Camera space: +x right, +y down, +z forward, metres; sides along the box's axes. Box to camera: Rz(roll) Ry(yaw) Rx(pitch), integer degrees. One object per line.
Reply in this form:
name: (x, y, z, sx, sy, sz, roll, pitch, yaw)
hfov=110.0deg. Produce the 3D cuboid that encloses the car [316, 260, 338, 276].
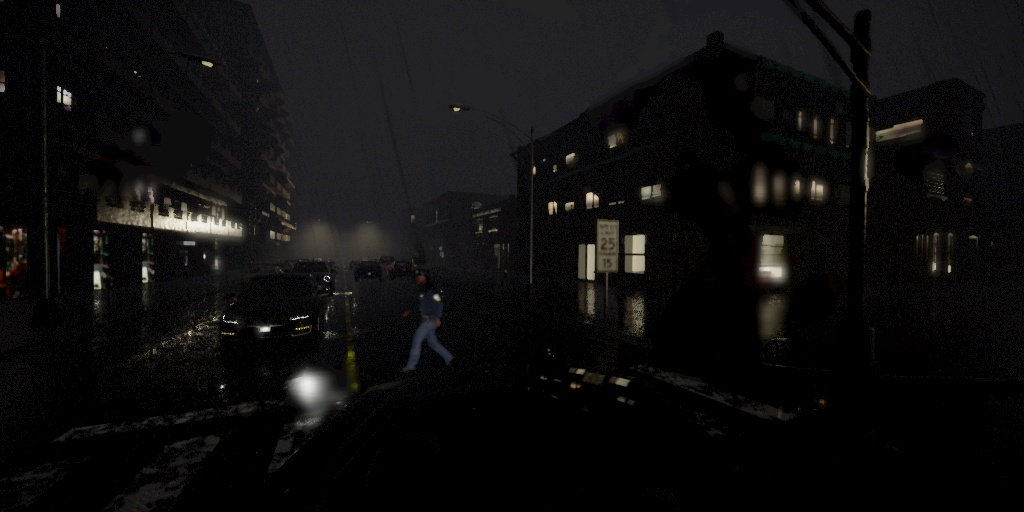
car: (-18.755, 1.132, 36.505, 1.812, 1.442, 4.674, 0, 0, -25)

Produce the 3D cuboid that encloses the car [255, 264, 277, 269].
car: (-14.556, 1.191, 21.227, 1.751, 1.417, 4.829, 0, 0, -25)

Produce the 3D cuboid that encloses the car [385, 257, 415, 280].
car: (-9.373, 1.109, 30.107, 1.967, 1.591, 4.097, 0, 0, -25)

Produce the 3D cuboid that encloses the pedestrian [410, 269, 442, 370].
pedestrian: (-1.486, 1.067, 6.174, 0.375, 1.860, 0.375, -1, 1, -25)

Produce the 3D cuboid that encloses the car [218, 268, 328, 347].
car: (-6.093, 1.246, 9.536, 1.837, 1.490, 4.892, 0, 0, -25)

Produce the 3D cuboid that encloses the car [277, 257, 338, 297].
car: (-10.122, 1.049, 18.082, 2.097, 1.767, 4.553, 0, 0, -25)

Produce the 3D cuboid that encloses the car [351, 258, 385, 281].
car: (-11.558, 1.140, 28.627, 1.882, 1.535, 5.008, 0, 0, -25)

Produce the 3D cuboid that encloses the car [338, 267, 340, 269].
car: (-14.419, 1.143, 27.211, 2.128, 1.511, 4.902, 0, 0, -25)

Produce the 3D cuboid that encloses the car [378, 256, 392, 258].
car: (-14.235, 0.934, 40.367, 2.192, 1.841, 5.009, 0, 0, -25)

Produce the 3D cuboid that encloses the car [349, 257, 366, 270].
car: (-21.083, 1.165, 48.809, 1.895, 1.301, 4.718, 0, 0, -25)
